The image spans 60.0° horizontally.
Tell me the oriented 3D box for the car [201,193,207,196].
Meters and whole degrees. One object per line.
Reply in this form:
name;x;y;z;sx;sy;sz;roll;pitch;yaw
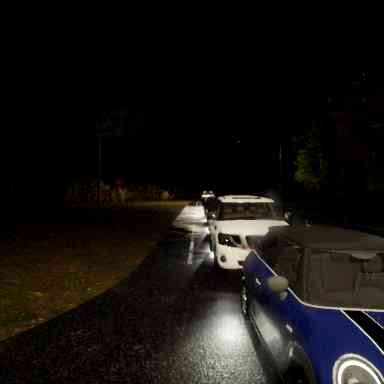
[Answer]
car;2.309;1.275;41.612;2.128;1.511;4.902;0;0;1

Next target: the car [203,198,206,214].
car;1.934;1.380;23.102;1.837;1.490;4.892;0;0;1

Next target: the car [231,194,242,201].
car;9.930;1.206;74.176;1.895;1.301;4.718;0;0;1

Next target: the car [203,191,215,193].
car;2.707;0.928;56.383;2.150;2.045;5.566;0;0;3

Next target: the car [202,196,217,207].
car;2.469;1.314;48.022;1.994;1.385;4.181;0;0;2

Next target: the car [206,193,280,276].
car;1.699;1.160;10.514;2.150;2.045;5.566;0;0;1

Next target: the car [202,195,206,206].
car;2.055;1.322;29.357;1.882;1.535;5.008;0;0;1

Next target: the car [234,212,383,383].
car;1.937;1.338;4.168;2.097;1.767;4.553;0;0;0
